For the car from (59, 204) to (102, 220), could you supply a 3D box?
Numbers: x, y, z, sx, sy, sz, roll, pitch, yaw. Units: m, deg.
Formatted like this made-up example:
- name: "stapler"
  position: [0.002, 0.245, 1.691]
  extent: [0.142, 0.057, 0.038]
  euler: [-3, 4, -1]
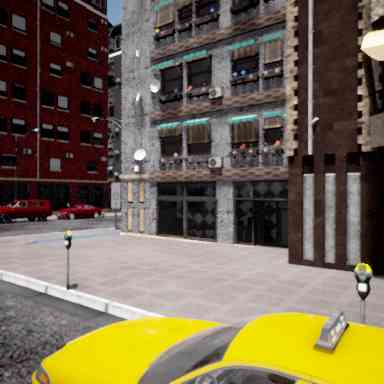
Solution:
- name: "car"
  position: [-10.884, 1.902, 32.295]
  extent: [1.887, 1.381, 4.507]
  euler: [-1, -2, 35]

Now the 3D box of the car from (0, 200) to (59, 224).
- name: "car"
  position: [-14.179, 1.569, 27.655]
  extent: [2.192, 1.841, 5.009]
  euler: [-1, -2, 35]

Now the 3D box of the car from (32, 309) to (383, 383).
- name: "car"
  position: [0.718, 1.525, 2.362]
  extent: [4.829, 1.417, 1.752]
  euler: [0, 0, 36]
